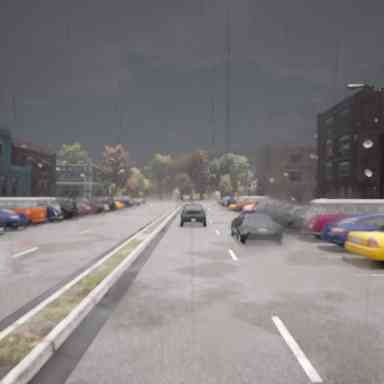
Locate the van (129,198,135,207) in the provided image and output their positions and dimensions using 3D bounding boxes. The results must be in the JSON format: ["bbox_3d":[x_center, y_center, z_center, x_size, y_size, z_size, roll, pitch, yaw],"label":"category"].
[{"bbox_3d":[-12.420,1.699,56.510,4.442,1.987,1.878,0,-1,0],"label":"van"}]

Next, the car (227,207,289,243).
[{"bbox_3d":[3.094,1.652,16.569,1.994,1.385,4.181,0,0,0],"label":"car"}]

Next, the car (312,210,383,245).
[{"bbox_3d":[7.633,1.588,13.381,4.674,1.452,2.002,0,0,0],"label":"car"}]

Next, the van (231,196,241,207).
[{"bbox_3d":[7.510,1.542,40.953,4.442,1.987,1.878,0,-1,0],"label":"van"}]

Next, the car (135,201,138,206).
[{"bbox_3d":[-12.567,1.818,59.417,4.553,1.767,2.185,0,0,0],"label":"car"}]

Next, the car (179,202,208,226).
[{"bbox_3d":[0.092,1.654,25.001,1.837,1.490,4.892,0,0,0],"label":"car"}]

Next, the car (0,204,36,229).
[{"bbox_3d":[-12.551,1.622,20.378,4.674,1.452,2.002,0,0,0],"label":"car"}]

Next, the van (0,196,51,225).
[{"bbox_3d":[-12.669,1.379,23.285,4.442,1.987,1.878,0,0,0],"label":"van"}]

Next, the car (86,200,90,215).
[{"bbox_3d":[-12.546,1.716,31.619,4.674,1.452,2.002,0,0,0],"label":"car"}]

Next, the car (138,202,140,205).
[{"bbox_3d":[-12.504,1.999,64.852,4.792,1.488,2.163,0,0,0],"label":"car"}]

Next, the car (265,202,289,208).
[{"bbox_3d":[7.626,1.604,21.652,4.892,1.521,2.231,0,0,0],"label":"car"}]

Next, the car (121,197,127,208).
[{"bbox_3d":[-12.536,1.843,48.168,5.008,1.535,2.097,0,-1,0],"label":"car"}]

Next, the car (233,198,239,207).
[{"bbox_3d":[7.633,1.741,38.194,5.008,1.535,2.097,0,-1,0],"label":"car"}]

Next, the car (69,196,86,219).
[{"bbox_3d":[-12.578,1.400,28.843,5.566,2.045,2.435,0,-1,0],"label":"car"}]

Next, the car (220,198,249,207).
[{"bbox_3d":[7.625,1.939,60.255,5.008,1.535,2.097,0,0,0],"label":"car"}]

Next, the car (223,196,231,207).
[{"bbox_3d":[7.653,1.570,46.468,5.566,2.045,2.435,0,-1,0],"label":"car"}]

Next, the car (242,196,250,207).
[{"bbox_3d":[7.660,1.565,32.681,4.553,1.767,2.185,0,0,0],"label":"car"}]

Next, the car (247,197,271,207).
[{"bbox_3d":[7.599,1.541,29.923,4.553,1.767,2.185,0,0,0],"label":"car"}]

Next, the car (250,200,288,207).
[{"bbox_3d":[7.625,1.646,27.166,4.892,1.521,2.231,0,0,0],"label":"car"}]

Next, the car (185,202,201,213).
[{"bbox_3d":[0.087,1.895,41.629,1.895,1.301,4.718,0,-1,0],"label":"car"}]

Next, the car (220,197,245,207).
[{"bbox_3d":[7.588,1.830,63.018,4.553,1.767,2.185,0,0,0],"label":"car"}]

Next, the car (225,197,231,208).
[{"bbox_3d":[7.440,1.791,43.708,5.366,1.575,1.946,0,-1,0],"label":"car"}]

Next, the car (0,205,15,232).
[{"bbox_3d":[-12.525,1.592,17.724,4.792,1.488,2.163,0,0,0],"label":"car"}]

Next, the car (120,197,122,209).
[{"bbox_3d":[-12.548,1.816,45.514,4.892,1.521,2.231,0,-1,0],"label":"car"}]

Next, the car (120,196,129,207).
[{"bbox_3d":[-12.571,1.748,51.073,4.553,1.767,2.185,0,-1,0],"label":"car"}]

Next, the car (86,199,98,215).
[{"bbox_3d":[-12.544,1.742,34.333,4.674,1.452,2.002,0,-1,0],"label":"car"}]

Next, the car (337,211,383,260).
[{"bbox_3d":[7.822,1.529,10.623,5.366,1.575,1.946,0,0,0],"label":"car"}]

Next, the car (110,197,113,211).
[{"bbox_3d":[-12.730,1.754,39.956,5.366,1.575,1.946,0,-1,0],"label":"car"}]

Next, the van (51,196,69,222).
[{"bbox_3d":[-12.434,1.401,26.062,4.442,1.987,1.878,0,0,0],"label":"van"}]

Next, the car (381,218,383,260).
[{"bbox_3d":[7.631,1.518,7.867,4.892,1.521,2.231,0,0,0],"label":"car"}]

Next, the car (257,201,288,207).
[{"bbox_3d":[7.626,1.624,24.408,4.892,1.521,2.231,0,0,0],"label":"car"}]

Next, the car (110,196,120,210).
[{"bbox_3d":[-12.573,1.535,42.739,5.566,2.045,2.435,0,-1,0],"label":"car"}]

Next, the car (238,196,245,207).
[{"bbox_3d":[7.659,1.589,35.438,4.553,1.767,2.185,0,-1,0],"label":"car"}]

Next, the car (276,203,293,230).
[{"bbox_3d":[7.627,1.584,18.896,4.892,1.521,2.231,0,0,0],"label":"car"}]

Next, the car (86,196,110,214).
[{"bbox_3d":[-12.518,1.477,37.054,5.566,2.045,2.435,0,-1,0],"label":"car"}]

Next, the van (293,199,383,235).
[{"bbox_3d":[7.517,1.339,16.016,4.442,1.987,1.878,0,0,0],"label":"van"}]
